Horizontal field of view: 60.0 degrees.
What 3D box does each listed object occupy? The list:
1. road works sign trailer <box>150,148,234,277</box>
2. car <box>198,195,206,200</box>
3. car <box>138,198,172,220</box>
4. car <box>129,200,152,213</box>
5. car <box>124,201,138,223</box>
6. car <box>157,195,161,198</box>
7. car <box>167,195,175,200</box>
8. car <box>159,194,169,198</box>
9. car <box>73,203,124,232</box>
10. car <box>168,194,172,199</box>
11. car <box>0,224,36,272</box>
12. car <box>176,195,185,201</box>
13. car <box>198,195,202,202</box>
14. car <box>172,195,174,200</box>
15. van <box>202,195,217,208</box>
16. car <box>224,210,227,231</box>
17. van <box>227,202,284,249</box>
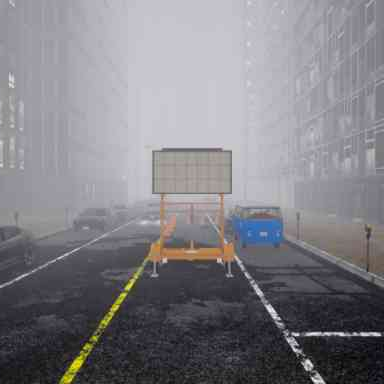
[{"bbox_3d":[0.004,0.462,10.223,2.380,3.560,2.880,0,0,0],"label":"road works sign trailer"},{"bbox_3d":[2.720,1.483,88.398,2.008,1.369,4.403,0,0,0],"label":"car"},{"bbox_3d":[-3.089,1.540,28.532,2.033,1.411,5.357,0,0,0],"label":"car"},{"bbox_3d":[-5.680,1.571,37.128,1.802,1.307,4.206,0,0,0],"label":"car"},{"bbox_3d":[-5.685,1.539,25.734,1.887,1.381,4.507,0,0,0],"label":"car"},{"bbox_3d":[-5.677,1.563,48.522,1.802,1.307,4.206,0,0,0],"label":"car"},{"bbox_3d":[-5.660,1.514,88.402,1.802,1.307,4.206,0,0,0],"label":"car"},{"bbox_3d":[-5.671,1.536,59.916,1.947,1.339,4.313,0,0,0],"label":"car"},{"bbox_3d":[-5.687,1.561,20.037,1.947,1.339,4.313,0,0,0],"label":"car"},{"bbox_3d":[-5.670,1.278,65.612,2.192,1.841,5.009,0,0,0],"label":"car"},{"bbox_3d":[-5.691,1.564,8.643,1.947,1.339,4.313,0,0,0],"label":"car"},{"bbox_3d":[-2.968,1.460,86.813,1.812,1.442,4.674,0,0,0],"label":"car"},{"bbox_3d":[2.715,1.499,77.003,2.008,1.369,4.403,0,0,0],"label":"car"},{"bbox_3d":[-5.666,1.264,77.007,2.192,1.841,5.009,0,0,0],"label":"car"},{"bbox_3d":[2.704,1.322,48.518,1.690,1.788,3.998,0,0,0],"label":"van"},{"bbox_3d":[2.694,1.577,20.033,1.802,1.307,4.206,0,0,0],"label":"car"},{"bbox_3d":[2.690,1.338,14.337,1.690,1.788,3.998,0,0,0],"label":"van"}]
